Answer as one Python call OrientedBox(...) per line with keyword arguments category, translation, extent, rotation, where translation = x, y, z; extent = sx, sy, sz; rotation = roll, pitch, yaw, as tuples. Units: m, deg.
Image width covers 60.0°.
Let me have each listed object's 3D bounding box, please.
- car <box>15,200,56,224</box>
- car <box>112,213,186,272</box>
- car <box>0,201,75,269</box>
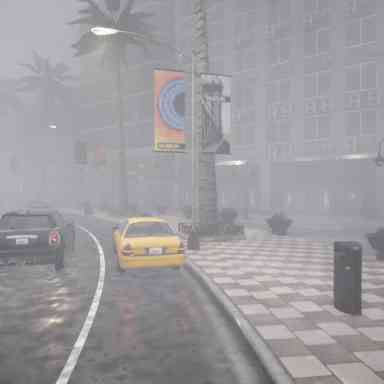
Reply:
OrientedBox(category="car", translation=(-12.327, 1.482, 26.013), extent=(2.128, 1.511, 4.902), rotation=(0, 0, -35))
OrientedBox(category="car", translation=(-1.584, 1.456, 10.823), extent=(1.801, 1.575, 5.366), rotation=(0, 0, -15))
OrientedBox(category="car", translation=(-5.107, 1.348, 10.968), extent=(2.097, 1.767, 4.553), rotation=(0, 0, -15))
